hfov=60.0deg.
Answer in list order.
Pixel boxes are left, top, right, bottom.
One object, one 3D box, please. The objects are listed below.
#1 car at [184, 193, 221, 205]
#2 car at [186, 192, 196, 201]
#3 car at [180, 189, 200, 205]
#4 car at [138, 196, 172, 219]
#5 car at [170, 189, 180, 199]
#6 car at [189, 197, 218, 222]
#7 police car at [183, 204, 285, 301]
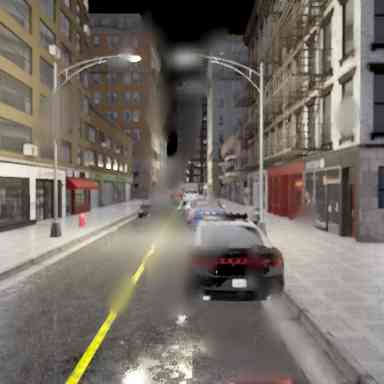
[{"bbox_3d":[0.768,1.115,18.112,2.097,1.767,4.553,0,1,0],"label":"car"},{"bbox_3d":[-0.192,0.745,60.736,1.812,1.442,4.674,0,1,0],"label":"car"},{"bbox_3d":[-0.110,0.627,45.935,2.150,2.045,5.566,0,1,0],"label":"car"},{"bbox_3d":[-2.931,1.213,25.741,2.033,1.411,5.357,0,1,0],"label":"car"},{"bbox_3d":[-2.980,0.378,65.688,2.150,2.045,5.566,0,1,0],"label":"car"},{"bbox_3d":[0.749,1.164,24.143,1.882,1.535,5.008,0,1,0],"label":"car"},{"bbox_3d":[0.800,1.318,8.254,1.930,1.638,5.238,0,1,0],"label":"police car"}]
